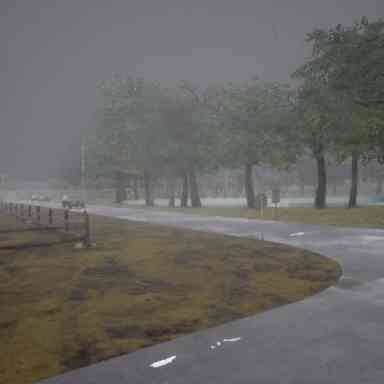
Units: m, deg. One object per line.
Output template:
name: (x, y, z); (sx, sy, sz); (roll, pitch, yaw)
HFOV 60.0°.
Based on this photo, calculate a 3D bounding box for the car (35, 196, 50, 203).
car: (-35.725, 1.764, 80.320); (1.837, 1.490, 4.892); (-3, 1, -35)

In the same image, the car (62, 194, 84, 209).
car: (-18.060, 1.418, 50.406); (2.150, 2.045, 5.566); (-3, 1, -35)
